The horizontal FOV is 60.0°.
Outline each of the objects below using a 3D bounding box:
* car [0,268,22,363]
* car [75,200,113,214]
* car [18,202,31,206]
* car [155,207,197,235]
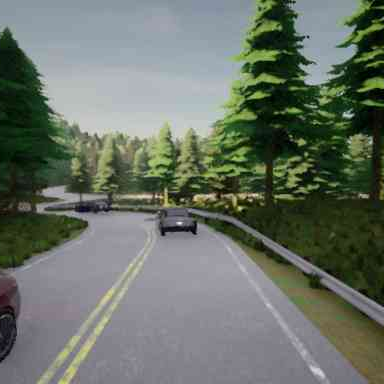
[{"bbox_3d":[-3.362,1.522,3.097,1.812,1.442,4.674,0,0,-1],"label":"car"},{"bbox_3d":[-10.963,1.653,36.883,5.357,1.411,2.033,-2,2,41],"label":"car"},{"bbox_3d":[-20.392,1.947,39.962,4.553,1.767,2.097,-1,3,41],"label":"car"},{"bbox_3d":[-0.975,1.530,18.725,1.994,1.385,4.181,-1,0,-10],"label":"car"}]
